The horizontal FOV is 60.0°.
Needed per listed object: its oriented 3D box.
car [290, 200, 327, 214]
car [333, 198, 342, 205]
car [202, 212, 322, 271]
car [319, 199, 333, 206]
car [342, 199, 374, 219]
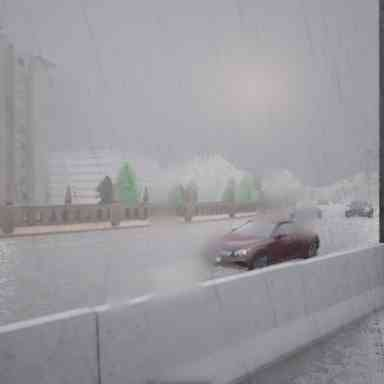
[{"bbox_3d":[10.086,1.716,29.221,1.812,1.442,4.674,0,-1,36],"label":"car"},{"bbox_3d":[30.752,2.013,69.950,2.128,1.511,4.902,-1,-1,14],"label":"car"},{"bbox_3d":[2.420,1.586,10.704,4.674,1.442,1.812,0,0,-42],"label":"car"},{"bbox_3d":[26.436,2.020,67.056,2.033,1.411,5.357,-1,-1,14],"label":"car"},{"bbox_3d":[15.949,1.549,31.571,2.097,1.767,4.553,0,-1,32],"label":"car"}]
